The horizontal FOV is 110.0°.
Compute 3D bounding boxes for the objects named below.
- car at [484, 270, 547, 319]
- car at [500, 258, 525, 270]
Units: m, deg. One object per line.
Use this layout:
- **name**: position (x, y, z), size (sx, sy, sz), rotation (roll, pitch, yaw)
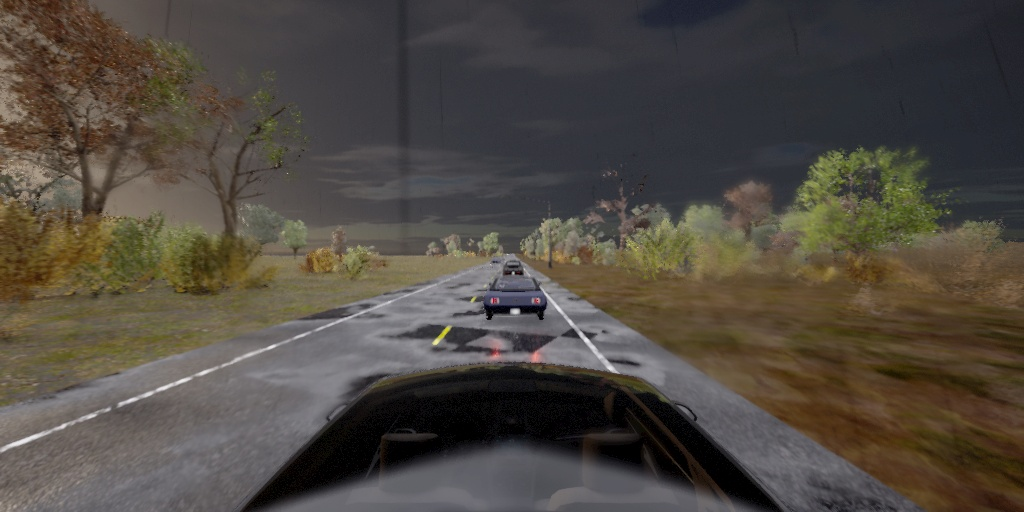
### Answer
- **car**: position (0.102, 1.338, 12.713), size (1.895, 1.301, 4.718), rotation (0, 0, 0)
- **car**: position (0.104, 1.204, 32.928), size (1.837, 1.490, 4.892), rotation (0, 0, 0)
